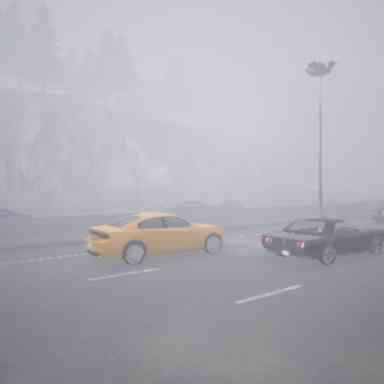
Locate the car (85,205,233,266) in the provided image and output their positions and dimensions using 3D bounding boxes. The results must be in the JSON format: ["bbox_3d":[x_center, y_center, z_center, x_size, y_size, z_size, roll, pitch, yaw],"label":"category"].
[{"bbox_3d":[-1.092,1.445,11.573,5.008,1.535,1.882,0,0,-35],"label":"car"}]

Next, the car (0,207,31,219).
[{"bbox_3d":[-11.011,1.526,17.634,4.674,1.442,1.812,0,0,-36],"label":"car"}]

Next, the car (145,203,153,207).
[{"bbox_3d":[-2.854,1.419,36.349,4.674,1.442,1.812,0,0,-35],"label":"car"}]

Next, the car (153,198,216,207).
[{"bbox_3d":[-0.581,1.412,29.375,4.892,1.490,1.837,0,0,-35],"label":"car"}]

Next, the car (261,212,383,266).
[{"bbox_3d":[4.642,1.538,11.358,4.718,1.301,1.895,0,0,-35],"label":"car"}]

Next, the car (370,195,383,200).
[{"bbox_3d":[26.060,1.313,44.054,4.718,1.301,1.895,0,0,-35],"label":"car"}]

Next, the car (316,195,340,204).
[{"bbox_3d":[22.106,1.225,54.098,4.674,1.442,1.812,-1,0,-35],"label":"car"}]

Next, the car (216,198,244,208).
[{"bbox_3d":[3.651,1.383,36.689,4.674,1.442,1.812,0,0,-35],"label":"car"}]

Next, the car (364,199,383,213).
[{"bbox_3d":[14.150,1.397,22.445,5.357,1.411,2.033,0,0,-36],"label":"car"}]

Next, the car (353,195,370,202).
[{"bbox_3d":[28.132,1.193,54.080,4.674,1.442,1.812,-1,0,-35],"label":"car"}]
